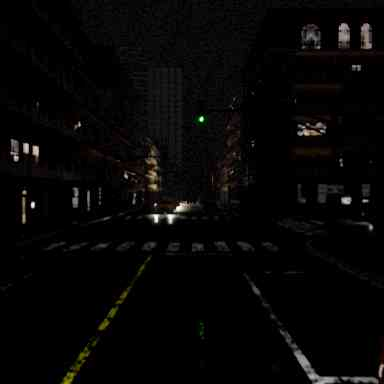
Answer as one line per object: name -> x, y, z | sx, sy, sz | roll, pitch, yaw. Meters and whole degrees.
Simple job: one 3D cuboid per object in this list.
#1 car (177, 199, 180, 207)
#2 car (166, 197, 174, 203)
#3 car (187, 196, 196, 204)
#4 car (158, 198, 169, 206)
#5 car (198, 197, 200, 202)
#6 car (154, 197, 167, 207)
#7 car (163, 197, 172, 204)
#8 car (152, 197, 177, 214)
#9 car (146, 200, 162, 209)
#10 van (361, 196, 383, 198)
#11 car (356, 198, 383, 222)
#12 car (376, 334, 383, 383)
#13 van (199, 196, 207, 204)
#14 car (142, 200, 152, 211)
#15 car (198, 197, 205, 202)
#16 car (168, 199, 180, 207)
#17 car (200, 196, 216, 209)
car -> -3.144, 1.843, 48.981 | 2.033, 1.411, 5.357 | 0, 0, 0
car -> -5.784, 2.147, 89.217 | 1.802, 1.307, 4.206 | -1, 0, 0
car -> -0.077, 1.853, 79.485 | 2.097, 1.767, 4.553 | 0, 0, 0
car -> -5.763, 1.996, 67.106 | 1.802, 1.307, 4.206 | -1, 0, 0
car -> 2.618, 1.965, 67.109 | 2.008, 1.369, 4.403 | -1, 0, 0
car -> -5.759, 1.818, 61.579 | 1.967, 1.590, 4.097 | -1, 0, 0
car -> -5.774, 2.013, 77.992 | 1.752, 1.417, 4.829 | -1, 0, 0
car -> -3.135, 1.709, 39.018 | 1.882, 1.535, 5.008 | 0, 0, 0
car -> -5.747, 1.871, 50.522 | 1.947, 1.339, 4.313 | 0, 0, 0
van -> 15.615, 1.192, 27.114 | 3.998, 1.788, 1.690 | -1, 1, -1
car -> 15.014, 1.372, 24.531 | 4.892, 1.490, 1.837 | -1, 0, -1
car -> 2.682, 1.554, 1.527 | 1.887, 1.381, 4.507 | 0, 0, 0
van -> 2.604, 1.830, 78.165 | 1.690, 1.788, 3.998 | -1, 0, 0
car -> -5.741, 1.820, 44.995 | 2.008, 1.369, 4.403 | 0, 0, 0
car -> 2.590, 2.149, 94.748 | 1.887, 1.381, 4.507 | -1, 0, 0
car -> -3.134, 1.961, 58.980 | 1.895, 1.301, 4.718 | 0, 0, 1
car -> 2.632, 1.746, 50.526 | 1.967, 1.590, 4.097 | -1, 0, 0
